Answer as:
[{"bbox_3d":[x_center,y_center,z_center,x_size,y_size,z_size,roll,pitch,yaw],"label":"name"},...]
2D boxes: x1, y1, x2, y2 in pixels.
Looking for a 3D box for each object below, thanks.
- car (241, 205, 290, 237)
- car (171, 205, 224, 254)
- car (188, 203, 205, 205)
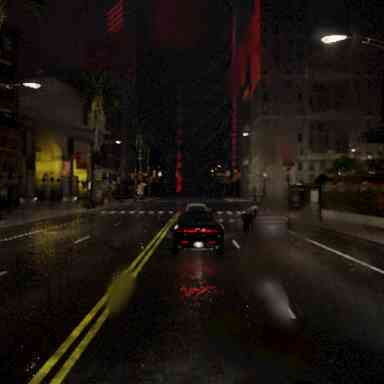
[{"bbox_3d":[3.759,1.458,17.638,2.128,1.511,4.902,0,0,1],"label":"car"},{"bbox_3d":[0.226,1.475,13.329,1.837,1.490,4.892,0,0,0],"label":"car"},{"bbox_3d":[0.299,1.475,22.428,1.812,1.442,4.674,0,0,0],"label":"car"}]
